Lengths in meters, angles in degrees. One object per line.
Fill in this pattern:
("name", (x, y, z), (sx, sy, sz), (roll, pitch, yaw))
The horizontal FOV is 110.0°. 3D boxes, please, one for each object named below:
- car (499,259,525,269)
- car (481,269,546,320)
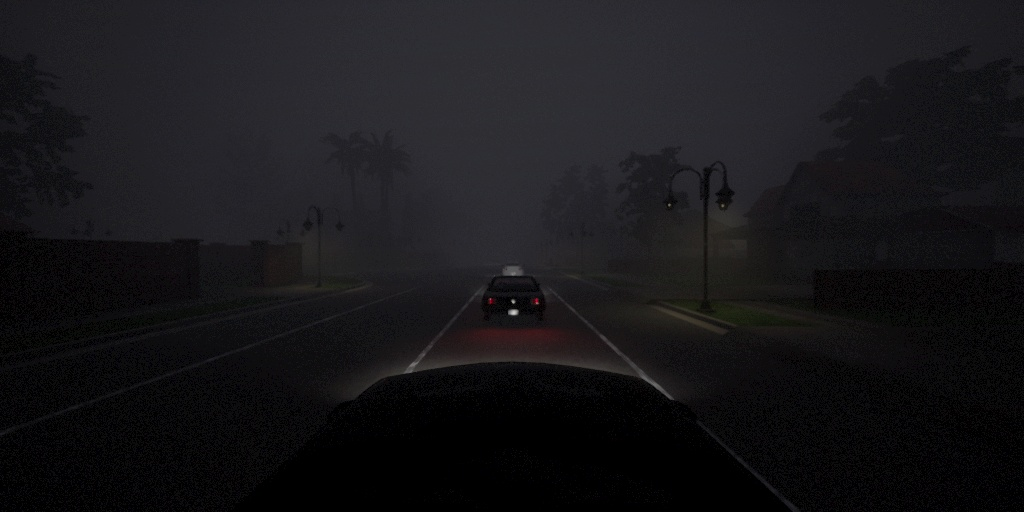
("car", (0.078, 1.143, 29.765), (1.812, 1.442, 4.674), (0, 0, 0))
("car", (0.063, 1.300, 12.368), (1.895, 1.301, 4.718), (0, 0, 0))
